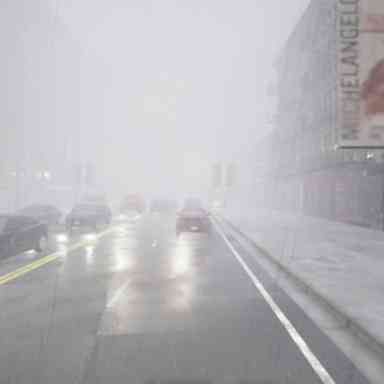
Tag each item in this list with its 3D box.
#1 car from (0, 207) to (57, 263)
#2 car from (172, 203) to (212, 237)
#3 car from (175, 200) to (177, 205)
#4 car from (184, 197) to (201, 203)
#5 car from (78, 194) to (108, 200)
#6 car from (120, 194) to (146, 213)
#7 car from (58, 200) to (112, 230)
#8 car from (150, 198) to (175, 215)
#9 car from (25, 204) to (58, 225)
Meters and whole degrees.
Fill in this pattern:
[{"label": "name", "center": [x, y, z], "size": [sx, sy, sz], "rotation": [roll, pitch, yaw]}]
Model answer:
[{"label": "car", "center": [-6.597, 1.495, 11.217], "size": [1.882, 1.535, 5.008], "rotation": [0, 0, 0]}, {"label": "car", "center": [0.090, 1.551, 18.125], "size": [1.812, 1.442, 4.674], "rotation": [0, 0, 0]}, {"label": "car", "center": [-3.188, 1.618, 47.920], "size": [1.994, 1.385, 4.181], "rotation": [0, 0, 0]}, {"label": "car", "center": [0.077, 1.401, 42.486], "size": [2.097, 1.767, 4.553], "rotation": [0, 0, 0]}, {"label": "car", "center": [-9.811, 1.259, 32.902], "size": [2.150, 2.045, 5.566], "rotation": [0, 0, 1]}, {"label": "car", "center": [-6.522, 1.251, 37.466], "size": [2.150, 2.045, 5.566], "rotation": [0, 0, 0]}, {"label": "car", "center": [-6.600, 1.507, 21.646], "size": [1.882, 1.535, 5.008], "rotation": [0, 0, 0]}, {"label": "car", "center": [-3.163, 1.394, 35.033], "size": [2.097, 1.767, 4.553], "rotation": [0, 0, -1]}, {"label": "car", "center": [-9.847, 1.534, 21.256], "size": [1.837, 1.490, 4.892], "rotation": [0, 0, 0]}]
